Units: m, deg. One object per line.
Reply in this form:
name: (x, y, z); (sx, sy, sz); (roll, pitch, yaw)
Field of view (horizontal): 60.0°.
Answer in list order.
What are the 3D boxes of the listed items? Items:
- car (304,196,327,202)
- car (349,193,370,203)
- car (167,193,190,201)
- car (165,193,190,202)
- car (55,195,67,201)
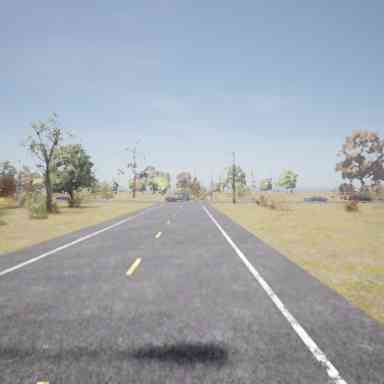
car: (30.066, 1.637, 81.291); (5.357, 1.411, 2.033); (0, 0, -2)
car: (38.069, 1.361, 74.507); (5.566, 2.045, 2.150); (0, 0, -2)
car: (-3.309, 1.211, 80.369); (5.566, 2.045, 2.150); (0, 0, -1)
car: (-3.546, 1.523, 73.359); (4.902, 1.511, 2.128); (0, 0, -1)
car: (-32.098, 1.446, 79.553); (4.718, 1.301, 1.895); (0, 0, -2)
